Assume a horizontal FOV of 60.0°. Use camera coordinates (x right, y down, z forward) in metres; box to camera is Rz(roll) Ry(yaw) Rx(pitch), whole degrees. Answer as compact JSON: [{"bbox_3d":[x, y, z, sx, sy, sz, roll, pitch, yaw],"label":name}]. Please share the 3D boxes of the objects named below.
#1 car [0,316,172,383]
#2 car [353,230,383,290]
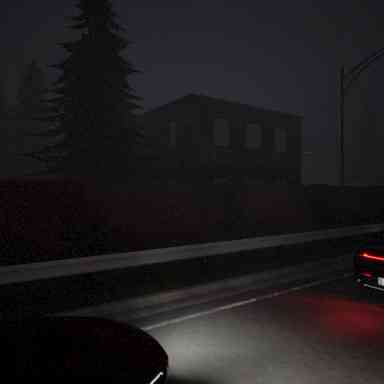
[{"bbox_3d":[-2.300,1.526,2.111,4.674,1.442,1.812,0,0,-36],"label":"car"},{"bbox_3d":[5.739,1.505,7.840,4.892,1.490,1.837,0,0,-35],"label":"car"}]
